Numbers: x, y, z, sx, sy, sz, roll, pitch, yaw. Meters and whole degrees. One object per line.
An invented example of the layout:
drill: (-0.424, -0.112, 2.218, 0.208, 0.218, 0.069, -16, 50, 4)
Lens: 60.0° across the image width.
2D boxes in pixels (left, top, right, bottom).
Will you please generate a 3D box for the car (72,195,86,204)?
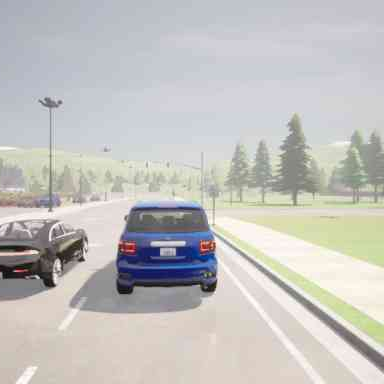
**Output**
car: (-21.868, 1.499, 64.586, 2.128, 1.511, 4.902, 0, 0, -5)

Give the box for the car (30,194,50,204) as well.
car: (-28.761, 1.356, 63.151, 2.097, 1.767, 4.553, 0, 0, -5)

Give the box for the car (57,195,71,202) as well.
car: (-30.065, 1.501, 78.188, 1.837, 1.490, 4.892, 0, 0, -5)

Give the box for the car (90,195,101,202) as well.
car: (-23.164, 1.525, 79.629, 1.812, 1.442, 4.674, 0, 0, -5)

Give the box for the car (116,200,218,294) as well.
car: (-0.682, 1.222, 8.964, 2.150, 2.045, 5.566, 0, 0, -5)

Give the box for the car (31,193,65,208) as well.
car: (-20.351, 1.221, 47.194, 2.150, 2.045, 5.566, 0, 0, -5)

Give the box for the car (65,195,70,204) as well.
car: (-25.243, 1.353, 62.916, 2.097, 1.767, 4.553, 0, 0, -5)

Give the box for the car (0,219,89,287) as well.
car: (-4.216, 1.491, 9.209, 2.128, 1.511, 4.902, 0, 0, -5)

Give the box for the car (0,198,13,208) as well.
car: (-27.736, 1.601, 49.291, 1.895, 1.301, 4.718, 0, 0, -2)

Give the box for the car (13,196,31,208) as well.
car: (-24.059, 1.353, 49.135, 2.097, 1.767, 4.553, 0, 0, -6)

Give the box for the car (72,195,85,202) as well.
car: (-26.508, 1.501, 77.687, 1.837, 1.490, 4.892, 0, 0, -5)
